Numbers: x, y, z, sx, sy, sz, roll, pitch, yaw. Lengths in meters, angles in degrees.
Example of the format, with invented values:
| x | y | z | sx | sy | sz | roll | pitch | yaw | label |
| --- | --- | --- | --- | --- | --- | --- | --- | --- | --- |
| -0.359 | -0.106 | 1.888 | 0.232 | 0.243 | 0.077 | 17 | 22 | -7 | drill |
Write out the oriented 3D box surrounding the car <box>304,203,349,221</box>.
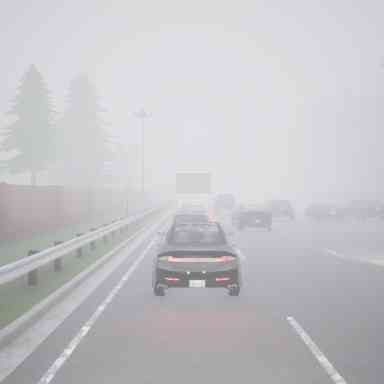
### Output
| x | y | z | sx | sy | sz | roll | pitch | yaw | label |
| --- | --- | --- | --- | --- | --- | --- | --- | --- | --- |
| 10.601 | 1.564 | 26.976 | 1.994 | 1.385 | 4.181 | 0 | 0 | 0 | car |

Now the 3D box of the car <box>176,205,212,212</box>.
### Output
| x | y | z | sx | sy | sz | roll | pitch | yaw | label |
| --- | --- | --- | --- | --- | --- | --- | --- | --- | --- |
| 0.061 | 1.474 | 19.054 | 1.882 | 1.535 | 5.008 | 0 | 0 | 5 | car |

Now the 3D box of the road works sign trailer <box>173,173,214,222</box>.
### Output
| x | y | z | sx | sy | sz | roll | pitch | yaw | label |
| --- | --- | --- | --- | --- | --- | --- | --- | --- | --- |
| 0.068 | 0.464 | 22.973 | 2.380 | 3.560 | 2.880 | 0 | 0 | -1 | road works sign trailer |

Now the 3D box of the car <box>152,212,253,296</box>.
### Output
| x | y | z | sx | sy | sz | roll | pitch | yaw | label |
| --- | --- | --- | --- | --- | --- | --- | --- | --- | --- |
| 0.100 | 1.491 | 8.615 | 2.128 | 1.511 | 4.902 | 0 | 0 | 0 | car |

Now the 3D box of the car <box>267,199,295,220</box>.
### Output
| x | y | z | sx | sy | sz | roll | pitch | yaw | label |
| --- | --- | --- | --- | --- | --- | --- | --- | --- | --- |
| 7.096 | 1.351 | 28.237 | 2.097 | 1.767 | 4.553 | 0 | 0 | 0 | car |

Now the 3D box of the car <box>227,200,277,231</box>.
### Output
| x | y | z | sx | sy | sz | roll | pitch | yaw | label |
| --- | --- | --- | --- | --- | --- | --- | --- | --- | --- |
| 3.601 | 1.478 | 20.847 | 1.882 | 1.535 | 5.008 | 0 | 0 | 0 | car |

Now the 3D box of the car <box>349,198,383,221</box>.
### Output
| x | y | z | sx | sy | sz | roll | pitch | yaw | label |
| --- | --- | --- | --- | --- | --- | --- | --- | --- | --- |
| 14.100 | 1.351 | 27.553 | 2.097 | 1.767 | 4.553 | 0 | 0 | 0 | car |

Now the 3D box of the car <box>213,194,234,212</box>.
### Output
| x | y | z | sx | sy | sz | roll | pitch | yaw | label |
| --- | --- | --- | --- | --- | --- | --- | --- | --- | --- |
| 3.601 | 1.221 | 37.695 | 2.150 | 2.045 | 5.566 | 0 | 0 | 0 | car |
